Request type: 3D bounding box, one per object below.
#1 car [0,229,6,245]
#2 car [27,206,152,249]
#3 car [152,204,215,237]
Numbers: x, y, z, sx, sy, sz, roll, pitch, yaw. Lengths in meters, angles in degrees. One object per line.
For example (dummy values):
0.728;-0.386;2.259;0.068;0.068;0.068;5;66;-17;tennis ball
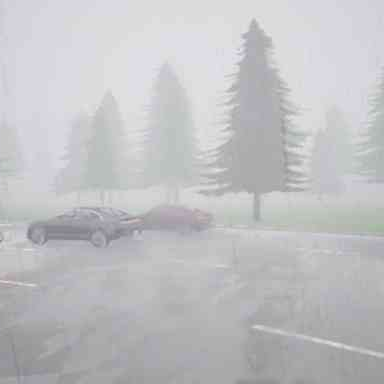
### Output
-8.977;1.543;11.307;4.718;1.301;1.895;0;1;14;car
-4.415;1.347;13.534;4.902;1.511;2.128;0;1;20;car
-1.186;1.305;16.211;4.674;1.442;1.812;0;1;23;car
